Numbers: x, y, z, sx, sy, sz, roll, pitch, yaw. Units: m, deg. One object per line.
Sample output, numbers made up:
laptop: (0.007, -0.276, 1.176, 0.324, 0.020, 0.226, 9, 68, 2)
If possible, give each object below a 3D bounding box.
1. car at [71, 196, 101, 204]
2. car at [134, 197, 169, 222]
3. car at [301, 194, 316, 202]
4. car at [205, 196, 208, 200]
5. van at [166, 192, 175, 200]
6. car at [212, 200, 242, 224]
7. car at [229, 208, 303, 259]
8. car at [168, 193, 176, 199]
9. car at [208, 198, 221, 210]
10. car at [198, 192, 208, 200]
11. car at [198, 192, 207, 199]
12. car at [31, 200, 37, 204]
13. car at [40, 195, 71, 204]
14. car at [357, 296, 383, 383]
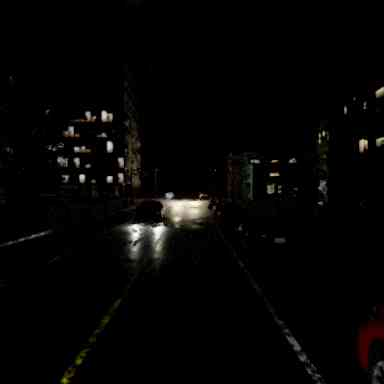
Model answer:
car: (-17.410, 1.433, 55.814, 4.206, 1.307, 1.802, -1, 0, 1)
car: (-3.092, 1.378, 25.125, 1.882, 1.535, 5.008, 0, 0, 0)
car: (20.699, 1.014, 55.437, 4.829, 1.417, 1.752, -1, 0, 1)
car: (2.837, 1.423, 39.679, 1.802, 1.307, 4.206, 1, 0, 0)
van: (-5.650, 0.993, 83.278, 1.690, 1.788, 3.998, 1, 0, 0)
car: (2.709, 1.474, 23.249, 1.947, 1.339, 4.313, 1, 0, 0)
car: (2.706, 1.518, 12.294, 1.947, 1.339, 4.313, 1, 0, 0)
car: (-5.650, 1.128, 94.457, 1.752, 1.417, 4.829, 1, 0, 0)
car: (2.711, 1.437, 28.727, 2.008, 1.369, 4.403, 1, 0, 0)
car: (2.727, 1.117, 77.641, 1.967, 1.590, 4.097, 1, 0, 0)
car: (2.732, 0.941, 88.988, 2.192, 1.841, 5.009, 1, 0, 0)
car: (-28.606, 1.484, 55.926, 4.829, 1.417, 1.752, -1, 0, 1)
car: (-23.094, 1.346, 55.871, 4.097, 1.590, 1.967, -1, 0, 1)
car: (2.707, 1.310, 1.339, 2.192, 1.841, 5.009, 1, 0, 0)
